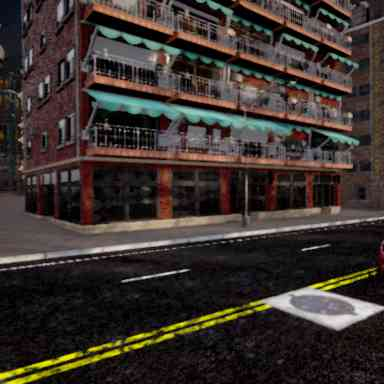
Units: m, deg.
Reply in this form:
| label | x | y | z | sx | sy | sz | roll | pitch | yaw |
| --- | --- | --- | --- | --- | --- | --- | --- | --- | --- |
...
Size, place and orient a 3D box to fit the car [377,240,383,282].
| label | x | y | z | sx | sy | sz | roll | pitch | yaw |
| --- | --- | --- | --- | --- | --- | --- | --- | --- | --- |
| car | 6.612 | 1.308 | 8.290 | 4.553 | 1.767 | 2.097 | 0 | 0 | -36 |
